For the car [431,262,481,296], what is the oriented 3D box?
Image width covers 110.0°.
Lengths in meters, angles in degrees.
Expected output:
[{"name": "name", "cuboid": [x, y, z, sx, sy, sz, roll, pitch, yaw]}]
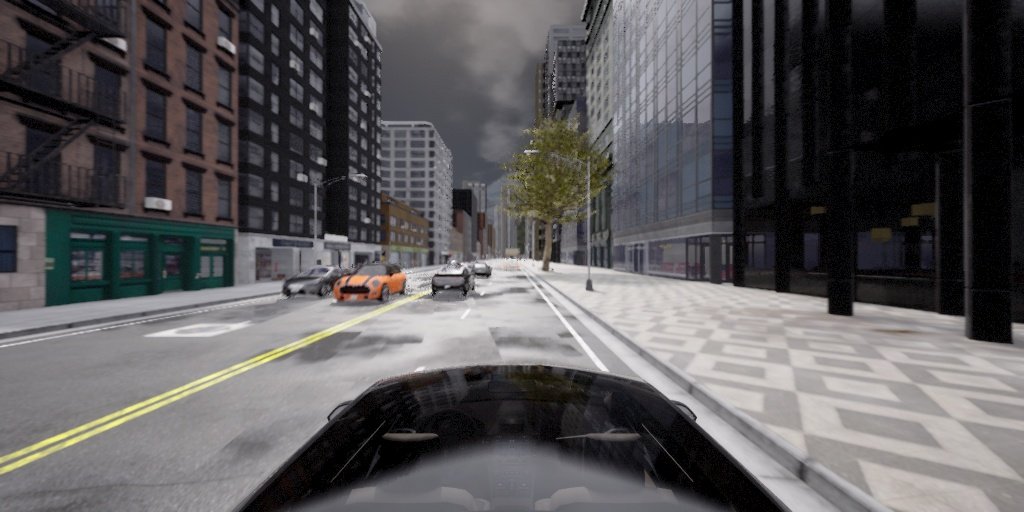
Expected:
[{"name": "car", "cuboid": [-3.149, 1.302, 19.883, 2.128, 1.511, 4.902, 0, 0, 0]}]

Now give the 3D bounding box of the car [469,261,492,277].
[{"name": "car", "cuboid": [-3.149, 1.435, 37.086, 1.994, 1.385, 4.181, 0, 0, 0]}]

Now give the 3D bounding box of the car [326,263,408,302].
[{"name": "car", "cuboid": [-6.599, 1.154, 17.216, 2.097, 1.767, 4.553, 0, 0, 0]}]

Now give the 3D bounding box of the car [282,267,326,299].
[{"name": "car", "cuboid": [-9.848, 1.299, 18.733, 2.128, 1.511, 4.902, 0, 0, 0]}]

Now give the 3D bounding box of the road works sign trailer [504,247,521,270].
[{"name": "road works sign trailer", "cuboid": [0.003, 0.411, 57.310, 2.380, 3.560, 2.880, 0, 0, 0]}]

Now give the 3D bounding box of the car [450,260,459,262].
[{"name": "car", "cuboid": [-9.790, 1.448, 59.774, 2.128, 1.511, 4.902, 0, 0, 1]}]
